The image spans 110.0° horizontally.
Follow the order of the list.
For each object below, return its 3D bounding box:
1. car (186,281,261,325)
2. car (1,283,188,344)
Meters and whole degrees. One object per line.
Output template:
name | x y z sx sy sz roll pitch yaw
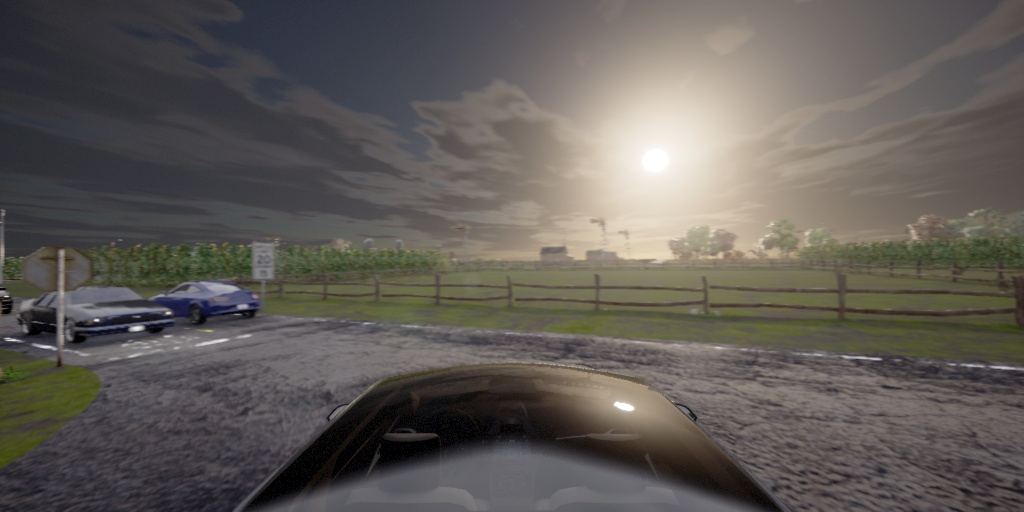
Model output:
car | -11.460 1.638 13.347 4.674 1.442 1.812 -1 -2 23
car | -12.440 1.601 10.643 5.357 1.411 2.033 -1 -2 24
